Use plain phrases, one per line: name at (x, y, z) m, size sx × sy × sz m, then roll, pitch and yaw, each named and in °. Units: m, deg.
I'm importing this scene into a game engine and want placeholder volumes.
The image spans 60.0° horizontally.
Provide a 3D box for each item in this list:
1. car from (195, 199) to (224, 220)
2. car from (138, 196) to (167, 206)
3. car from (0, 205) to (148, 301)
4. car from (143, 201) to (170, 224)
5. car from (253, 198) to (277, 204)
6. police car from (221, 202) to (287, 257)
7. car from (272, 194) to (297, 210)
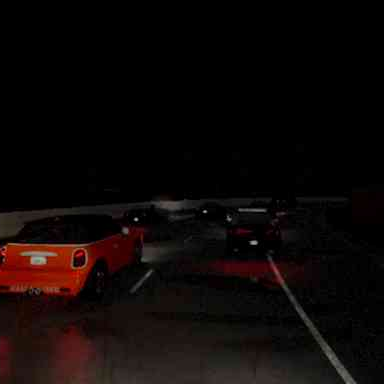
car at (1.714, 1.557, 28.626) m, size 1.994 × 1.385 × 4.181 m, roll 0°, pitch 0°, yaw 19°
car at (-6.288, 1.449, 53.508) m, size 2.128 × 1.511 × 4.902 m, roll 0°, pitch 0°, yaw 30°
car at (-2.752, 1.340, 8.513) m, size 2.097 × 1.767 × 4.553 m, roll 0°, pitch 0°, yaw 5°
car at (-3.204, 1.580, 24.807) m, size 1.895 × 1.301 × 4.718 m, roll 0°, pitch 0°, yaw 15°
car at (6.526, 1.571, 32.169) m, size 1.994 × 1.385 × 4.181 m, roll 0°, pitch 0°, yaw 24°
police car at (2.413, 1.428, 13.290) m, size 1.930 × 1.638 × 5.238 m, roll 0°, pitch 0°, yaw 9°
car at (12.074, 1.242, 43.509) m, size 2.150 × 2.045 × 5.566 m, roll 0°, pitch 0°, yaw 32°
